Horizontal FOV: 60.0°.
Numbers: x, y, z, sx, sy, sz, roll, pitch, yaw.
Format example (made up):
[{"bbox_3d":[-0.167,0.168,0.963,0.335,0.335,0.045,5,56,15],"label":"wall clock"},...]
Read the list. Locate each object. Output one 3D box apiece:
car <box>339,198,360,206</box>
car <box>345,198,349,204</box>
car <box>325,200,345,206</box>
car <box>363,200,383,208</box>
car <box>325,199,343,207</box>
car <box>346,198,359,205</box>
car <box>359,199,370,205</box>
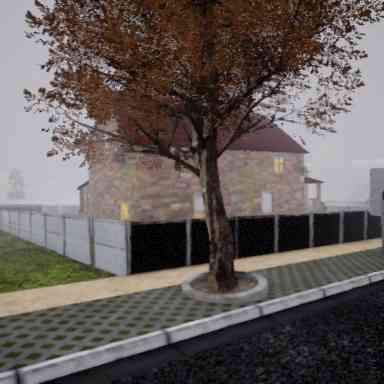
[{"bbox_3d":[33.830,2.127,71.610,2.128,1.511,4.902,-2,-1,0],"label":"car"},{"bbox_3d":[30.508,2.277,61.971,1.895,1.301,4.718,-2,-1,0],"label":"car"},{"bbox_3d":[23.938,2.309,57.213,1.837,1.490,4.892,-2,-1,1],"label":"car"},{"bbox_3d":[33.752,2.131,61.595,1.994,1.385,4.181,-2,-1,0],"label":"car"},{"bbox_3d":[30.588,2.355,71.896,1.994,1.385,4.181,-2,-1,0],"label":"car"},{"bbox_3d":[27.130,2.156,52.940,2.128,1.511,4.902,-2,-1,1],"label":"car"},{"bbox_3d":[23.741,1.849,41.762,2.150,2.045,5.566,-2,-1,1],"label":"car"}]
